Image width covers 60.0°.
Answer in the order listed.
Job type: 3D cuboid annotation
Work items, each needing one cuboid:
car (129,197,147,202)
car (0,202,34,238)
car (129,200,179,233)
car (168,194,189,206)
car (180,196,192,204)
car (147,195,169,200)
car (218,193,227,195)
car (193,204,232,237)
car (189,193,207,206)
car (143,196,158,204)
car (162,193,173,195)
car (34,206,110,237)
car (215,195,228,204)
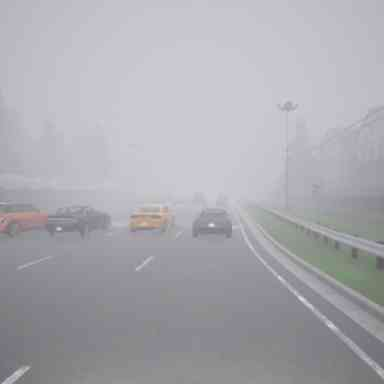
[{"bbox_3d":[-9.136,1.481,55.701,1.812,1.442,4.674,0,0,6],"label":"car"},{"bbox_3d":[-9.419,1.326,17.848,2.097,1.767,4.553,0,0,6],"label":"car"},{"bbox_3d":[-2.209,1.463,19.523,1.882,1.535,5.008,0,0,6],"label":"car"},{"bbox_3d":[-2.173,1.531,54.984,1.994,1.385,4.181,0,0,6],"label":"car"},{"bbox_3d":[-1.147,1.472,64.934,1.837,1.490,4.892,0,0,6],"label":"car"},{"bbox_3d":[-5.652,1.562,55.372,1.895,1.301,4.718,0,0,6],"label":"car"},{"bbox_3d":[5.827,1.197,64.324,2.150,2.045,5.566,0,0,6],"label":"car"},{"bbox_3d":[1.151,1.557,18.000,1.994,1.385,4.181,0,0,6],"label":"car"},{"bbox_3d":[1.269,1.195,54.240,2.150,2.045,5.566,0,0,6],"label":"car"},{"bbox_3d":[-8.111,1.482,65.652,1.812,1.442,4.674,0,0,6],"label":"car"},{"bbox_3d":[-4.625,1.200,65.323,2.150,2.045,5.566,0,0,6],"label":"car"},{"bbox_3d":[-5.905,1.473,17.801,2.128,1.511,4.902,0,0,6],"label":"car"},{"bbox_3d":[4.446,1.528,49.955,2.033,1.411,5.357,0,0,6],"label":"car"}]
